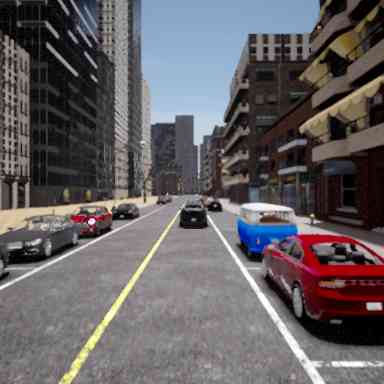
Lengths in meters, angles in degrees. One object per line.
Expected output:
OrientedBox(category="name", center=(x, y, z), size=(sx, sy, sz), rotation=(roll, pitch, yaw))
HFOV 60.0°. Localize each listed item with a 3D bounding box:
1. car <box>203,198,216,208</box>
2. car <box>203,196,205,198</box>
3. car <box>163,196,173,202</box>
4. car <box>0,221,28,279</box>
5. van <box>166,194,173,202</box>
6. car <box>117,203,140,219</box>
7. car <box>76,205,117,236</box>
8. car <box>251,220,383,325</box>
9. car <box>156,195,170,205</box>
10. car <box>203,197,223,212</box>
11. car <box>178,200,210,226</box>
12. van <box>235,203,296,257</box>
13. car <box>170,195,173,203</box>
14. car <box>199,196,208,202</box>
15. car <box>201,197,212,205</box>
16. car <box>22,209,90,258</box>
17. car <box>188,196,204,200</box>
OrientedBox(category="car", center=(2.692, 1.623, 51.490), size=(1.752, 1.417, 4.829), rotation=(0, 0, 0))
OrientedBox(category="car", center=(2.693, 1.609, 45.967), size=(1.752, 1.417, 4.829), rotation=(0, 0, 0))
OrientedBox(category="car", center=(-5.685, 1.741, 78.936), size=(1.947, 1.339, 4.313), rotation=(0, 0, 0))
OrientedBox(category="car", center=(-5.692, 1.563, 7.138), size=(2.008, 1.369, 4.403), rotation=(0, 0, 0))
OrientedBox(category="van", center=(-5.685, 1.533, 84.460), size=(1.690, 1.788, 3.998), rotation=(0, 0, 0))
OrientedBox(category="car", center=(-5.690, 1.616, 29.230), size=(1.947, 1.339, 4.313), rotation=(0, 0, 0))
OrientedBox(category="car", center=(-5.692, 1.471, 18.185), size=(1.967, 1.590, 4.097), rotation=(0, 0, 0))
OrientedBox(category="car", center=(2.689, 1.555, 7.137), size=(1.887, 1.381, 4.507), rotation=(0, 0, 0))
OrientedBox(category="car", center=(-5.686, 1.694, 62.368), size=(1.947, 1.339, 4.313), rotation=(0, 0, 0))
OrientedBox(category="car", center=(2.692, 1.637, 40.275), size=(1.947, 1.339, 4.313), rotation=(0, 0, 0))
OrientedBox(category="car", center=(0.104, 1.543, 23.791), size=(1.837, 1.490, 4.892), rotation=(0, 0, 0))
OrientedBox(category="van", center=(2.689, 1.361, 12.660), size=(1.690, 1.788, 3.998), rotation=(0, 0, 0))
OrientedBox(category="car", center=(-5.687, 1.473, 73.414), size=(2.192, 1.841, 5.009), rotation=(0, 0, 0))
OrientedBox(category="car", center=(2.695, 1.717, 78.934), size=(1.887, 1.381, 4.507), rotation=(0, 0, 0))
OrientedBox(category="car", center=(2.694, 1.671, 62.366), size=(1.887, 1.381, 4.507), rotation=(0, 0, 0))
OrientedBox(category="car", center=(-5.692, 1.573, 12.662), size=(2.008, 1.369, 4.403), rotation=(0, 0, 0))
OrientedBox(category="car", center=(0.106, 1.571, 43.775), size=(2.128, 1.511, 4.902), rotation=(0, 0, 0))
